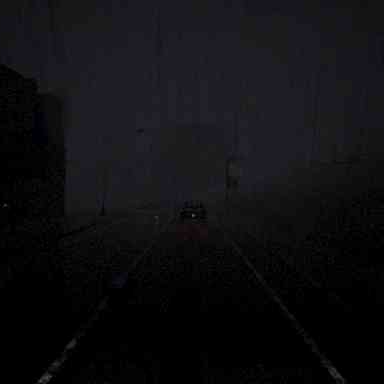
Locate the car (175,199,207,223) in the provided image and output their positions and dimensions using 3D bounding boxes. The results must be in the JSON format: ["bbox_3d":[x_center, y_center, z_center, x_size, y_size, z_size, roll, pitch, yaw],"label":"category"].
[{"bbox_3d":[0.093,1.428,25.186,2.128,1.511,4.902,0,0,0],"label":"car"}]

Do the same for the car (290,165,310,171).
[{"bbox_3d":[21.508,-4.575,65.046,2.185,1.767,4.553,0,1,-1],"label":"car"}]

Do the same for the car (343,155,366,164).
[{"bbox_3d":[22.103,-4.010,43.051,2.002,1.452,4.674,0,1,-2],"label":"car"}]

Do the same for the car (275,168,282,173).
[{"bbox_3d":[21.268,-4.753,76.211,2.185,1.767,4.553,0,1,-1],"label":"car"}]

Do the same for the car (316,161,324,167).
[{"bbox_3d":[21.744,-4.272,54.110,2.231,1.521,4.892,0,1,-1],"label":"car"}]

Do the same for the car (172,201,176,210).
[{"bbox_3d":[-1.347,1.609,41.057,1.812,1.442,4.674,0,-1,-10],"label":"car"}]

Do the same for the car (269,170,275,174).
[{"bbox_3d":[21.149,-4.836,81.730,2.185,1.767,4.553,0,1,-1],"label":"car"}]

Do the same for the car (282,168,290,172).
[{"bbox_3d":[21.390,-4.497,70.539,2.002,1.452,4.674,0,1,-1],"label":"car"}]

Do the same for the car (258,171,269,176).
[{"bbox_3d":[20.911,-4.866,92.745,2.231,1.521,4.892,0,1,-1],"label":"car"}]

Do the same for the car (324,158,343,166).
[{"bbox_3d":[21.871,-4.170,48.593,2.231,1.521,4.892,0,1,-1],"label":"car"}]

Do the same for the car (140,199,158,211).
[{"bbox_3d":[-5.715,1.692,43.728,1.812,1.442,4.674,0,-1,-15],"label":"car"}]

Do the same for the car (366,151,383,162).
[{"bbox_3d":[22.454,-3.925,37.515,2.097,1.535,5.008,0,1,-4],"label":"car"}]
